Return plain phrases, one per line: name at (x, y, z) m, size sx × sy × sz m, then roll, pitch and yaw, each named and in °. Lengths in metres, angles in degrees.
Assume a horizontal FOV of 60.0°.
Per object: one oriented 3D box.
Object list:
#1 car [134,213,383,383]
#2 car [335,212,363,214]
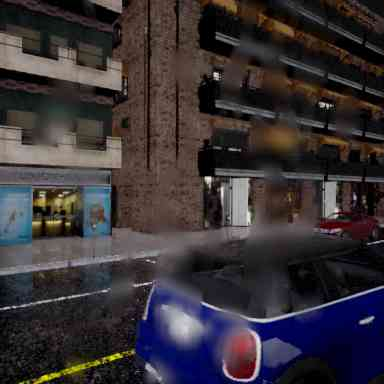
car at (1.620, 1.355, 4.471) m, size 4.553 × 1.767 × 2.097 m, roll 0°, pitch 0°, yaw -35°
car at (7.172, 1.583, 15.538) m, size 4.206 × 1.307 × 1.802 m, roll 0°, pitch 0°, yaw -35°
